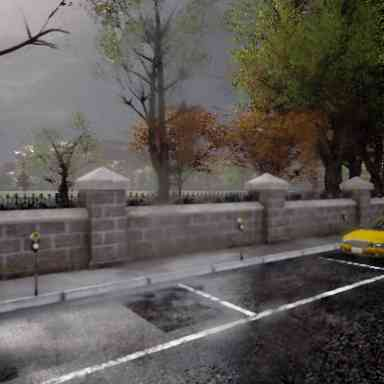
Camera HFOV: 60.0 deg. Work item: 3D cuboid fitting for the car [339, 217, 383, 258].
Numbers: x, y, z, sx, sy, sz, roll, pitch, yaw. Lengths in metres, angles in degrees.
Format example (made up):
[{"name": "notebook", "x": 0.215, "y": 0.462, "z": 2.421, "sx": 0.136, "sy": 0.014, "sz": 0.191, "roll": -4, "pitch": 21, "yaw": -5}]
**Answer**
[{"name": "car", "x": 7.002, "y": 1.447, "z": 11.552, "sx": 4.829, "sy": 1.417, "sz": 1.752, "roll": 0, "pitch": 0, "yaw": -35}]
